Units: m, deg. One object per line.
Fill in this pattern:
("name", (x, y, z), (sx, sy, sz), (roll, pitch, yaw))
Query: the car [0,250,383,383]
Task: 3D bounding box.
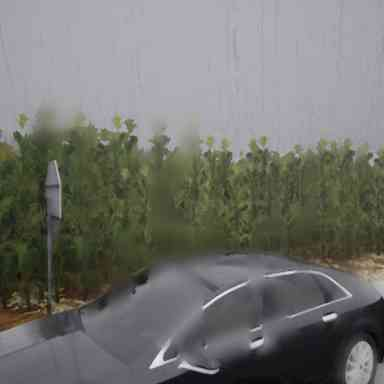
("car", (0.152, 1.499, 3.595), (4.892, 1.490, 1.837), (0, 0, -32))
